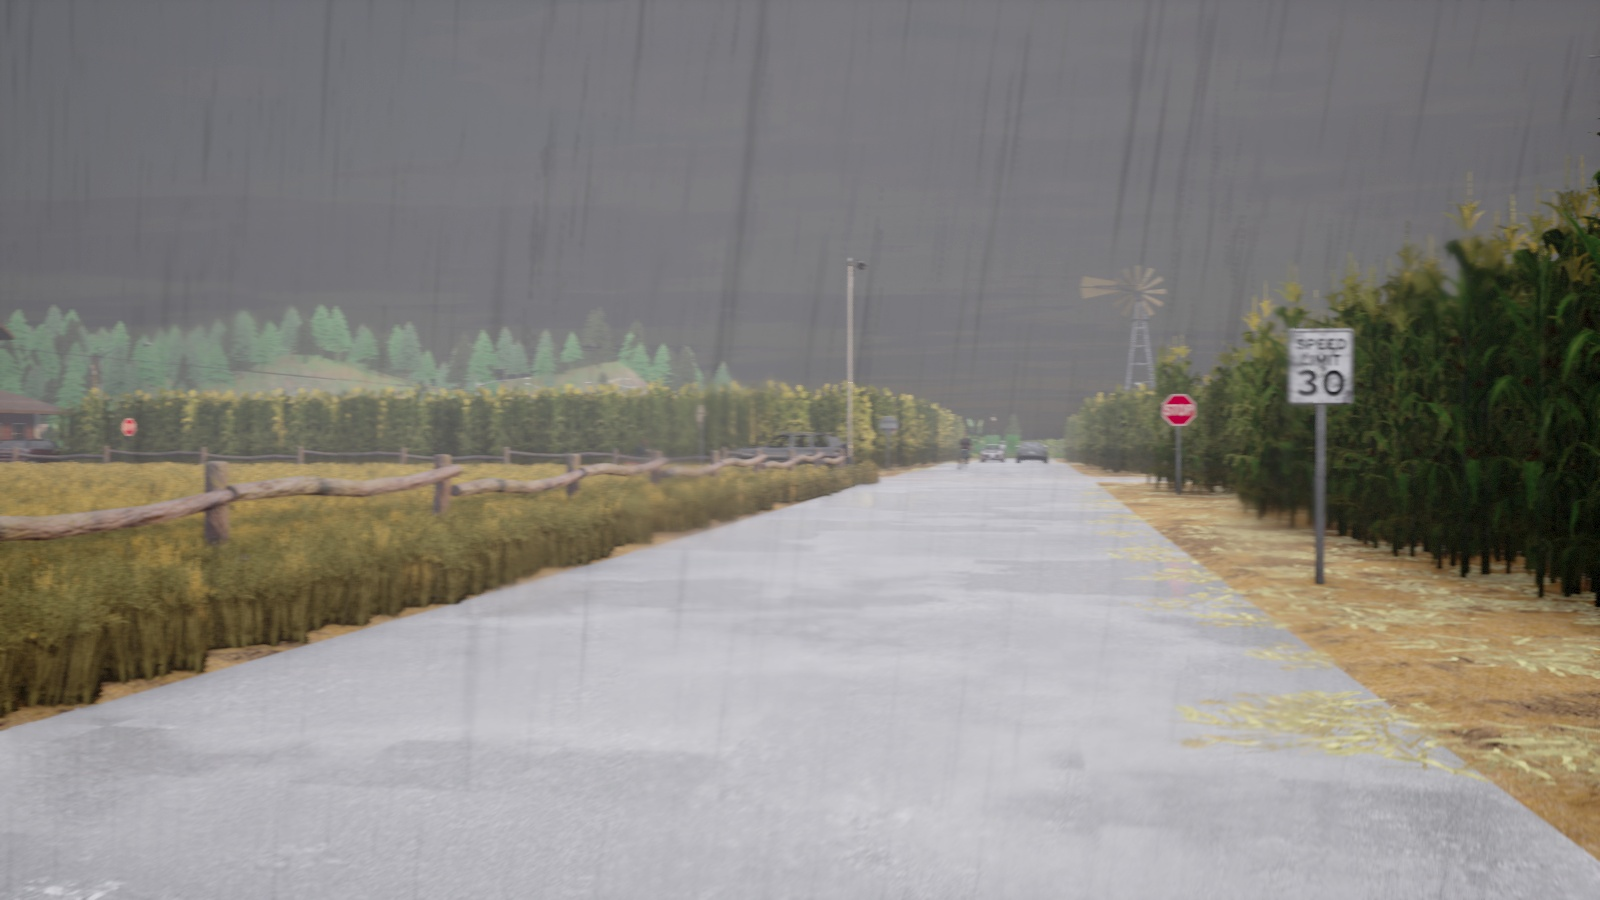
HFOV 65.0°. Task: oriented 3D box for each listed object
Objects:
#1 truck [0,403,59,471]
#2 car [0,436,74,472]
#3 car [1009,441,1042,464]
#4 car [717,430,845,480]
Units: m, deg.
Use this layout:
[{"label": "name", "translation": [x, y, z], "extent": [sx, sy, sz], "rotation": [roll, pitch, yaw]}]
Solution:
[{"label": "truck", "translation": [-42.160, -0.687, 64.239], "extent": [2.891, 3.462, 7.936], "rotation": [0, 1, 10]}, {"label": "car", "translation": [-38.797, 0.173, 62.988], "extent": [2.097, 1.767, 4.553], "rotation": [0, 0, 1]}, {"label": "car", "translation": [14.181, 0.188, 79.061], "extent": [1.994, 1.385, 4.181], "rotation": [0, -1, 10]}, {"label": "car", "translation": [-0.724, 0.205, 48.851], "extent": [4.605, 1.855, 1.932], "rotation": [0, 0, 19]}]
